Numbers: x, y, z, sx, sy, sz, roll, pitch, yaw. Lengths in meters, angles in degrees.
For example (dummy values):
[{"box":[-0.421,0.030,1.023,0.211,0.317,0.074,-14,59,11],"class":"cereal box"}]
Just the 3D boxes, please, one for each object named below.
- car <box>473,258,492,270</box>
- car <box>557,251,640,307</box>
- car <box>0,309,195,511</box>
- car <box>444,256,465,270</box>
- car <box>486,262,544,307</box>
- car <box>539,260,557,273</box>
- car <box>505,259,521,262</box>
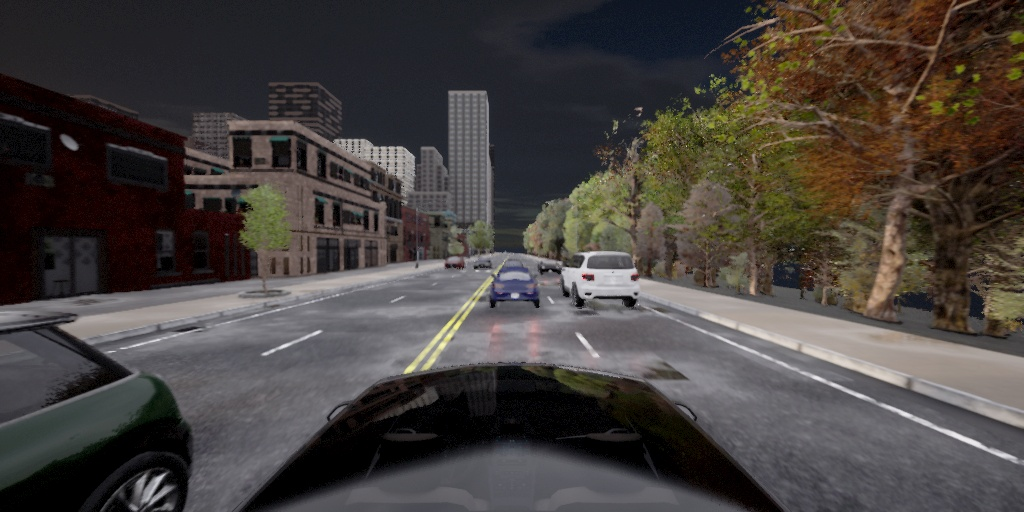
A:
[{"box":[-3.322,0.867,41.592,1.994,1.385,4.181,0,1,0],"class":"car"},{"box":[3.357,0.831,14.575,2.150,2.045,5.566,0,1,0],"class":"car"},{"box":[-3.338,1.114,0.604,2.097,1.767,4.553,0,1,0],"class":"car"},{"box":[-6.571,0.781,41.514,1.882,1.535,5.008,0,0,0],"class":"car"},{"box":[0.104,1.134,14.420,1.812,1.442,4.674,0,1,0],"class":"car"},{"box":[3.340,0.997,33.328,1.895,1.301,4.718,0,1,0],"class":"car"},{"box":[0.081,0.976,30.453,2.033,1.411,5.357,0,1,0],"class":"car"}]
